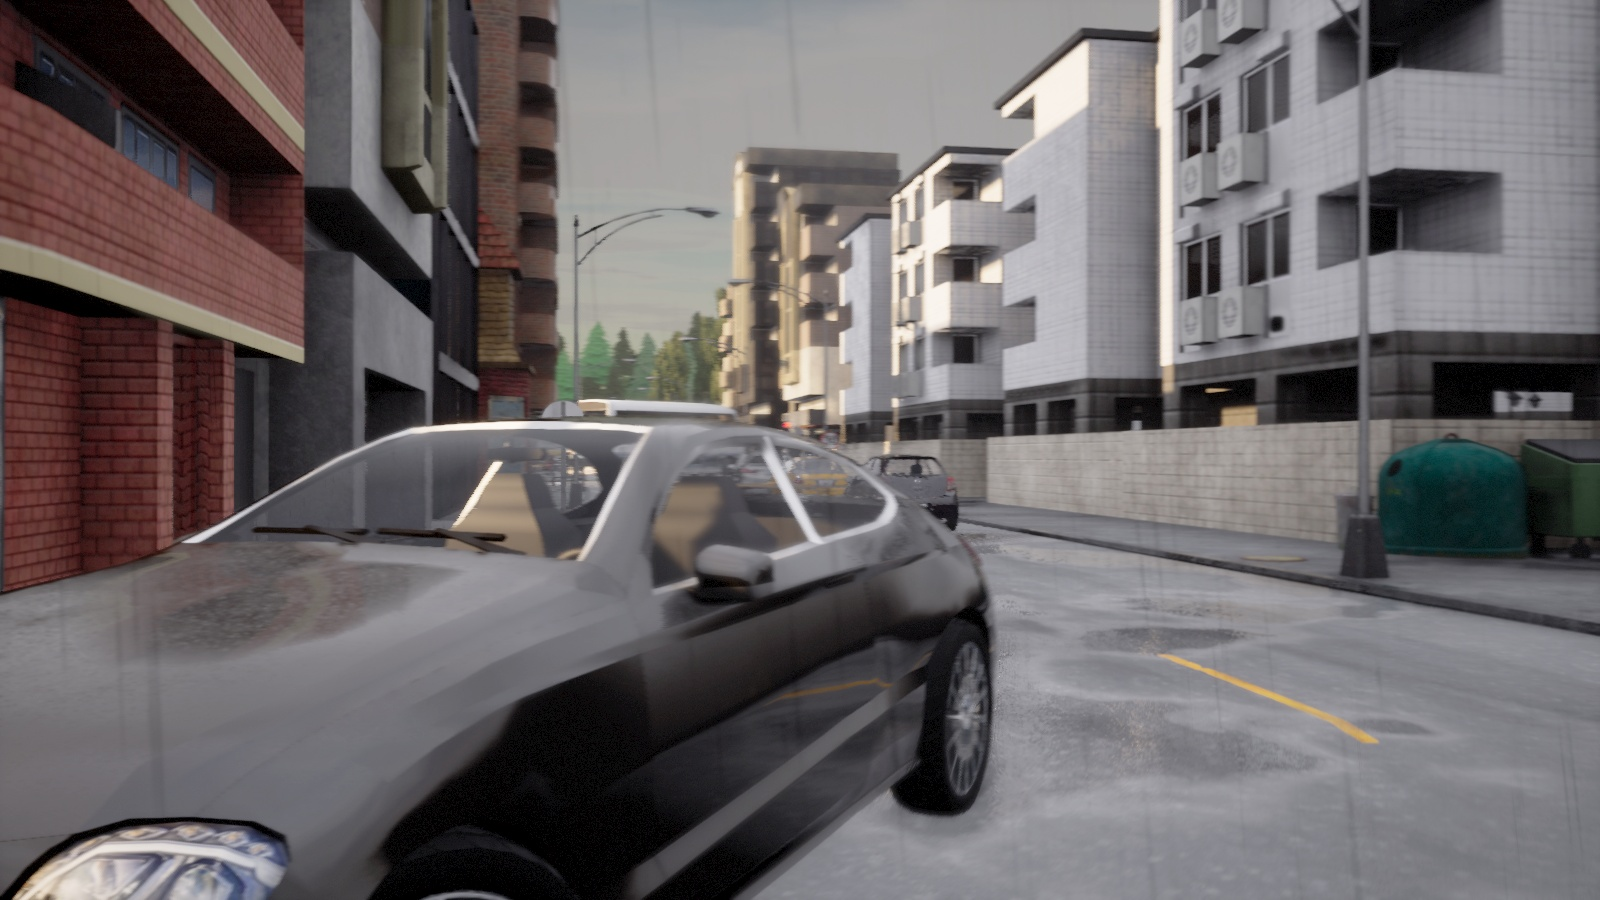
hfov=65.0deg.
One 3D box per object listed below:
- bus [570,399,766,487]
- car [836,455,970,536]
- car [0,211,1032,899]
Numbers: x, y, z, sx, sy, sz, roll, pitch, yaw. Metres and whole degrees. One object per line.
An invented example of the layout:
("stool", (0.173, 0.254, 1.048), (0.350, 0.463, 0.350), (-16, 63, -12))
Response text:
("bus", (-6.719, -0.345, 65.829), (3.944, 4.253, 10.273), (-1, -1, 41))
("car", (1.985, 0.856, 25.302), (1.845, 1.501, 3.633), (0, 0, -10))
("car", (-0.890, 0.544, 4.243), (2.152, 1.651, 5.027), (0, 0, 24))
